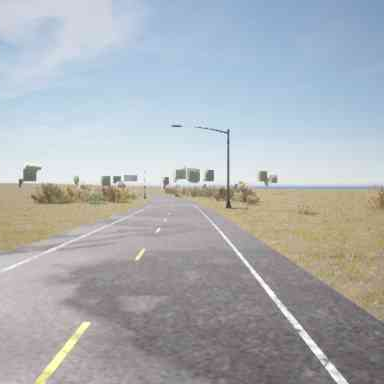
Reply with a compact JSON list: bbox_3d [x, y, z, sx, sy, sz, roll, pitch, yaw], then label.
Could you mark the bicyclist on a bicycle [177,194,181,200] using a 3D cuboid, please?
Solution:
[{"bbox_3d":[-3.565,1.416,94.780,0.866,1.612,1.509,2,1,-5],"label":"bicyclist on a bicycle"}]
